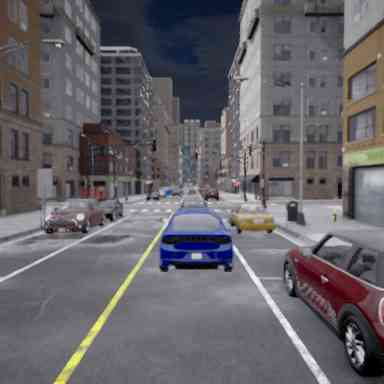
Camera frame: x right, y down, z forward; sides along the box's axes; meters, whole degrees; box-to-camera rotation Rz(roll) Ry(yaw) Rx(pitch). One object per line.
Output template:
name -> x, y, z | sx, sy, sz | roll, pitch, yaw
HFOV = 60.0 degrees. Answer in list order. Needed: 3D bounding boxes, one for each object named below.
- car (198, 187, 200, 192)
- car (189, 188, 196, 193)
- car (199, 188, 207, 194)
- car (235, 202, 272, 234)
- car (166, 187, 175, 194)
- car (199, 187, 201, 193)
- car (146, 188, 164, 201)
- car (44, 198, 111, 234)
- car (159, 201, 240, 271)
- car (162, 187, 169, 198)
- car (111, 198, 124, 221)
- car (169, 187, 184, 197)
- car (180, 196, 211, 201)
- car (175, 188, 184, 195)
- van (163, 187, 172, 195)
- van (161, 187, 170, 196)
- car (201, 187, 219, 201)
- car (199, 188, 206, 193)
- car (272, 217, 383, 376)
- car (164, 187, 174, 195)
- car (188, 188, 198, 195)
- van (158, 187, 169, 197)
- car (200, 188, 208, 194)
car -> 2.924, -0.149, 71.120 | 2.192, 1.841, 5.009 | -1, 1, 0
car -> 0.090, -0.358, 88.665 | 1.895, 1.301, 4.718 | 0, 1, 0
car -> 2.948, -0.245, 87.880 | 1.947, 1.339, 4.313 | -1, 1, 0
car -> 2.864, 1.169, 16.594 | 1.752, 1.417, 4.829 | -1, 1, 0
car -> -5.588, -0.371, 87.886 | 1.967, 1.590, 4.097 | -1, 1, 0
car -> 2.919, 0.172, 65.710 | 1.752, 1.417, 4.829 | -1, 1, 0
car -> -5.628, 0.557, 48.796 | 1.947, 1.339, 4.313 | -1, 1, 0
car -> -5.661, 1.087, 16.430 | 1.967, 1.590, 4.097 | -1, 1, 0
car -> 0.106, 1.257, 10.121 | 1.882, 1.535, 5.008 | 0, 2, 0
car -> -5.617, 0.294, 59.794 | 1.752, 1.417, 4.829 | -1, 1, 0
car -> -5.655, 1.099, 21.928 | 1.947, 1.339, 4.313 | -1, 1, 0
car -> -2.946, 0.227, 64.112 | 2.033, 1.411, 5.357 | 0, 1, 0
car -> 0.122, 1.138, 21.700 | 1.895, 1.301, 4.718 | 0, 1, 0
car -> -2.919, -0.172, 79.623 | 1.837, 1.490, 4.892 | 0, 1, 0
van -> -5.601, -0.238, 76.715 | 1.690, 1.788, 3.998 | -1, 1, 0
van -> -5.607, -0.123, 71.130 | 1.690, 1.788, 3.998 | -1, 1, 0
car -> 2.895, 0.306, 48.781 | 2.192, 1.841, 5.009 | -1, 1, 0
car -> 2.955, -0.362, 93.464 | 1.947, 1.339, 4.313 | -1, 1, 0
car -> 2.852, 1.319, 5.430 | 1.967, 1.590, 4.097 | -1, 1, 0
car -> -5.596, -0.379, 82.299 | 2.192, 1.841, 5.009 | -1, 1, 0
car -> 0.080, -0.093, 78.217 | 2.128, 1.511, 4.902 | 0, 1, 0
van -> -5.613, -0.008, 65.545 | 1.690, 1.788, 3.998 | -1, 1, 0
car -> 2.940, -0.173, 82.464 | 1.752, 1.417, 4.829 | -1, 1, 0
